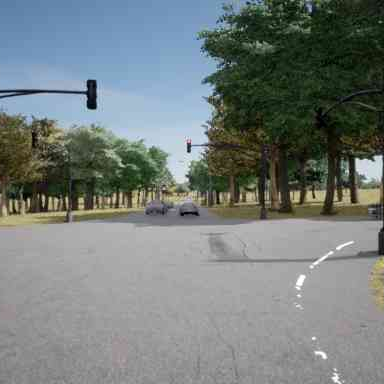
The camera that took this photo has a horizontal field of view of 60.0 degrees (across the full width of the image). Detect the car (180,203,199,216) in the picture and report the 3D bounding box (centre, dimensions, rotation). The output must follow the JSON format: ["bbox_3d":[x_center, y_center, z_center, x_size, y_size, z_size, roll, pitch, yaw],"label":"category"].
[{"bbox_3d":[-0.325,1.905,36.821,1.994,1.385,4.181,0,-1,-3],"label":"car"}]

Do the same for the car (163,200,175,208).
[{"bbox_3d":[-4.717,2.478,68.953,2.128,1.511,4.902,0,-2,-1],"label":"car"}]

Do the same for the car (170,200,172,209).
[{"bbox_3d":[-4.337,2.145,48.450,1.895,1.301,4.718,0,-1,-1],"label":"car"}]

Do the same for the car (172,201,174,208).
[{"bbox_3d":[-4.554,2.275,58.256,2.033,1.411,5.357,0,-1,-1],"label":"car"}]

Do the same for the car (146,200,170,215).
[{"bbox_3d":[-4.172,1.739,39.448,2.097,1.767,4.553,0,-1,0],"label":"car"}]

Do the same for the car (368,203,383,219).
[{"bbox_3d":[13.473,0.905,20.463,4.902,1.511,2.128,-2,-1,2],"label":"car"}]
